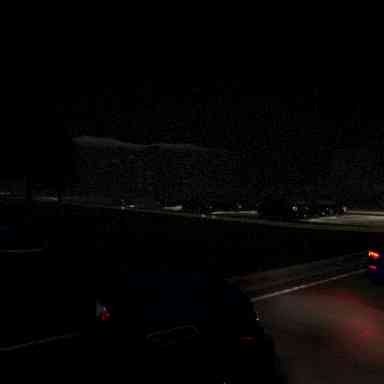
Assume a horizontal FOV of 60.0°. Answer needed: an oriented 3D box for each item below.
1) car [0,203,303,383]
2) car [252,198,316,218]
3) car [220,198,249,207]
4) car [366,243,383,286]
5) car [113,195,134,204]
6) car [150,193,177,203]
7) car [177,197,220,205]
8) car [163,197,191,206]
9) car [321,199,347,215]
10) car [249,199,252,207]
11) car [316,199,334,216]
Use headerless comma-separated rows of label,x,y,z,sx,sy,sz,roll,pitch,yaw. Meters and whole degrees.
car,-1.855,1.221,2.422,5.566,2.045,2.150,0,0,-35
car,7.895,1.352,28.892,2.097,1.767,4.553,0,0,-36
car,4.050,1.492,40.081,2.128,1.511,4.902,0,0,-36
car,6.039,1.526,8.071,4.674,1.442,1.812,0,0,-35
car,-11.514,1.351,55.694,2.097,1.767,4.553,0,0,-35
car,-4.551,1.214,51.936,2.150,2.045,5.566,0,1,-36
car,0.630,1.505,38.826,1.837,1.490,4.892,0,0,-36
car,-2.531,1.548,55.130,2.033,1.411,5.357,0,0,-36
car,13.119,1.492,33.607,2.128,1.511,4.902,0,0,-36
car,6.704,1.492,42.382,2.128,1.511,4.902,0,0,-36
car,10.404,1.601,31.388,1.895,1.301,4.718,0,0,-36
